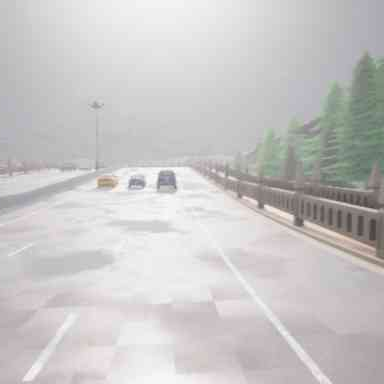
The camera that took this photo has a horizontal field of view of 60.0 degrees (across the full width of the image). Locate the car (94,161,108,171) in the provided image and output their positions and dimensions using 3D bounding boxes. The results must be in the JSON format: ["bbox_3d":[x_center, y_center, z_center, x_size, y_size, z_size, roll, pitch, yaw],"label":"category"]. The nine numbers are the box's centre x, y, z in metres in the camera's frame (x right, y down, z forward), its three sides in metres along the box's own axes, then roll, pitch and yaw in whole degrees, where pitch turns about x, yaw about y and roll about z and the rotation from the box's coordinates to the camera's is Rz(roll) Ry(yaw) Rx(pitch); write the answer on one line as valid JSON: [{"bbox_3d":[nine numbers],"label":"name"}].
[{"bbox_3d":[-19.556,-5.582,71.846,2.150,2.045,5.566,-1,7,-4],"label":"car"}]

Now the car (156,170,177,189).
[{"bbox_3d":[-2.861,-1.557,37.989,2.150,2.045,5.566,-1,8,-4],"label":"car"}]

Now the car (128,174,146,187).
[{"bbox_3d":[-6.474,-1.415,39.593,1.812,1.442,4.674,-1,7,-4],"label":"car"}]

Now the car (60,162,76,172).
[{"bbox_3d":[-26.546,-5.475,71.456,2.150,2.045,5.566,-1,7,-4],"label":"car"}]

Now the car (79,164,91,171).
[{"bbox_3d":[-23.067,-5.278,71.920,1.812,1.442,4.674,-1,7,-4],"label":"car"}]

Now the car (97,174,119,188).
[{"bbox_3d":[-10.002,-1.459,39.852,1.882,1.535,5.008,-1,7,-4],"label":"car"}]
